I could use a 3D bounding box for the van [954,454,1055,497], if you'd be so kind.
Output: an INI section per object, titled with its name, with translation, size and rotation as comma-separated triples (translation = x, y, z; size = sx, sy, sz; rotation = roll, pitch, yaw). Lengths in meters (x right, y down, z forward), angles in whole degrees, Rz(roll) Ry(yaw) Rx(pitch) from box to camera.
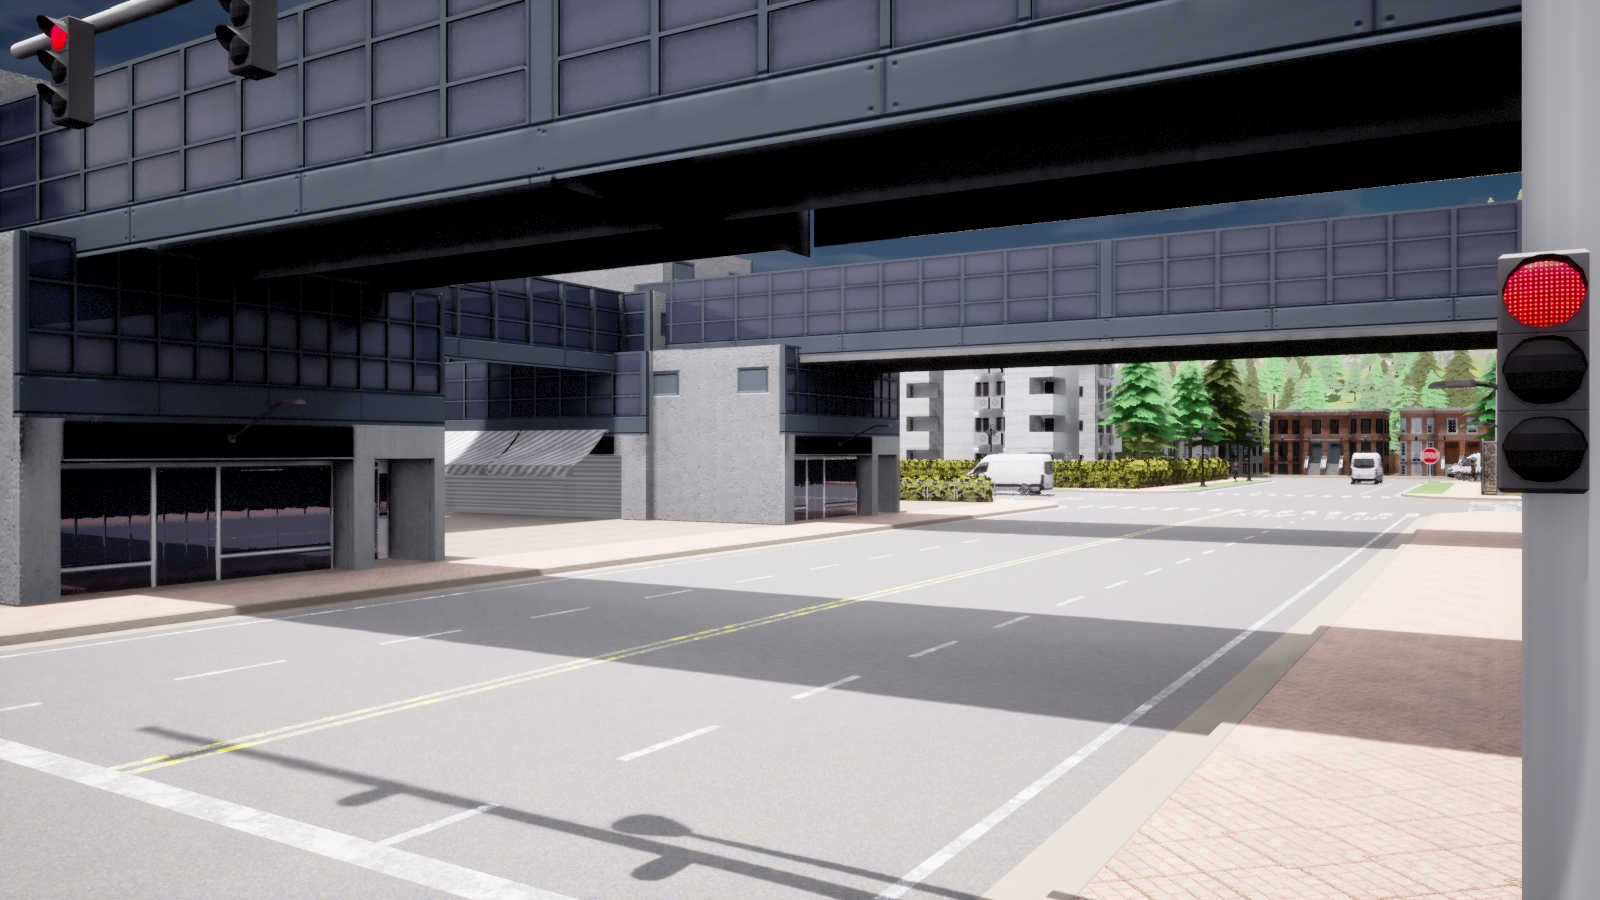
[van]
translation = 12.765, 1.534, 71.396
size = 5.915, 2.561, 1.988
rotation = 0, 0, 31
